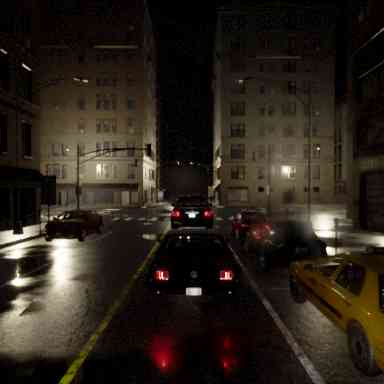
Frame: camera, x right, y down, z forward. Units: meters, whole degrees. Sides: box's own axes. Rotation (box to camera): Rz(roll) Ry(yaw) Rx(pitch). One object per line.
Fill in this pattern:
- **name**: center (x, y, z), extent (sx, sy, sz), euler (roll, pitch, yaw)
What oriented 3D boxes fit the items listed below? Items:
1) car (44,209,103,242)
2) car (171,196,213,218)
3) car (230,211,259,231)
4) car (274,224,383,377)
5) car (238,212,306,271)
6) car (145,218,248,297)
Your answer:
- **car**: center (-5.672, 1.538, 16.354), extent (1.887, 1.381, 4.507), euler (-1, 0, 0)
- **car**: center (0.005, 1.214, 18.512), extent (2.150, 2.045, 5.566), euler (0, 0, 0)
- **car**: center (2.873, 1.576, 16.352), extent (1.802, 1.307, 4.206), euler (-1, 0, 0)
- **car**: center (2.867, 1.524, 5.350), extent (1.752, 1.417, 4.829), euler (-1, 0, 0)
- **car**: center (2.870, 1.562, 10.766), extent (1.947, 1.339, 4.313), euler (-1, 0, 0)
- **car**: center (0.049, 1.598, 8.520), extent (1.895, 1.301, 4.718), euler (0, 0, 0)
